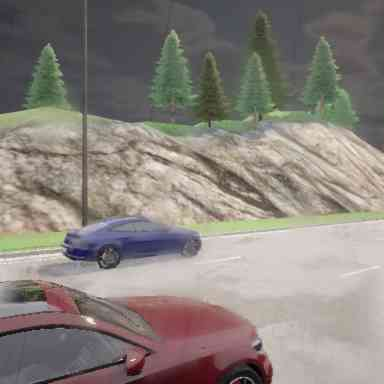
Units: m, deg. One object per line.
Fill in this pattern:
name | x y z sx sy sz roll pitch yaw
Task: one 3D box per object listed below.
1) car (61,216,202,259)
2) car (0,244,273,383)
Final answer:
car | -1.845 1.526 11.033 4.674 1.442 1.812 0 0 -36
car | -1.377 1.525 2.768 4.674 1.442 1.812 0 0 -35
